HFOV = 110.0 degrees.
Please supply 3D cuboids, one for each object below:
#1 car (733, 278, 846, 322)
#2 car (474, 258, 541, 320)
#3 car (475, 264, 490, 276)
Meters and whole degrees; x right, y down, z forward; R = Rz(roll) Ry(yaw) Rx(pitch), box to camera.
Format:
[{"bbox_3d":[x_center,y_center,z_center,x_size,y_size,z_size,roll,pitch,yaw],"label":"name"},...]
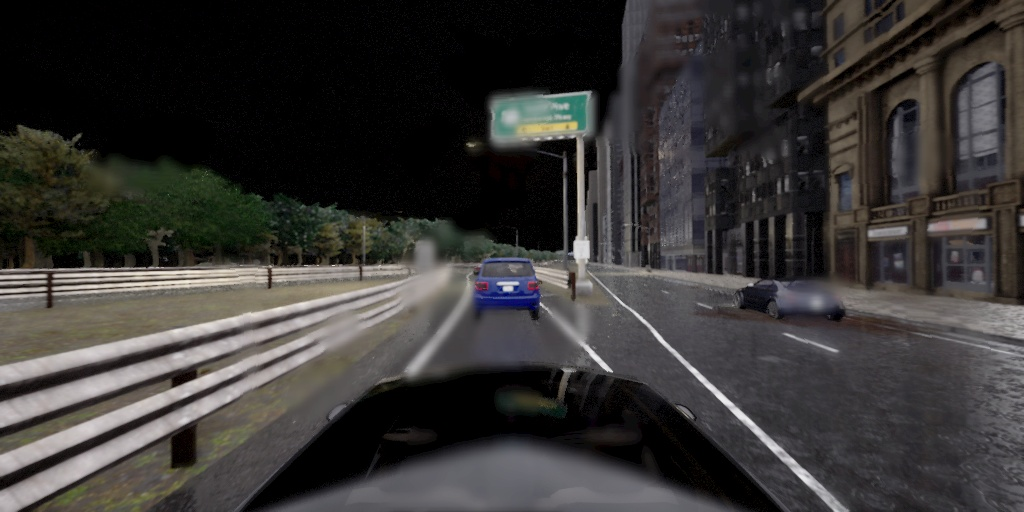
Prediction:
[{"bbox_3d":[9.990,1.492,13.320,1.994,1.385,4.181,-1,-1,10],"label":"car"},{"bbox_3d":[-0.252,1.103,13.406,2.150,2.045,5.566,0,-1,-3],"label":"car"},{"bbox_3d":[-4.073,1.869,49.897,1.882,1.535,5.008,0,-1,-4],"label":"car"}]
